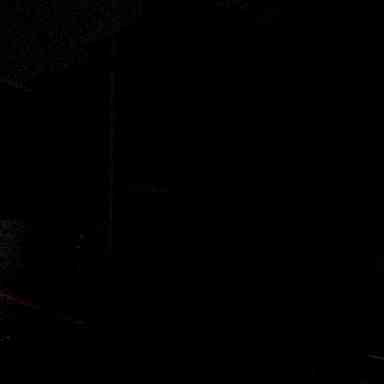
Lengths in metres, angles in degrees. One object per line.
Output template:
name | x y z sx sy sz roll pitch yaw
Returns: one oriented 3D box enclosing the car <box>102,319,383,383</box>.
car | 1.205 1.551 1.933 4.403 1.369 2.008 0 1 35
